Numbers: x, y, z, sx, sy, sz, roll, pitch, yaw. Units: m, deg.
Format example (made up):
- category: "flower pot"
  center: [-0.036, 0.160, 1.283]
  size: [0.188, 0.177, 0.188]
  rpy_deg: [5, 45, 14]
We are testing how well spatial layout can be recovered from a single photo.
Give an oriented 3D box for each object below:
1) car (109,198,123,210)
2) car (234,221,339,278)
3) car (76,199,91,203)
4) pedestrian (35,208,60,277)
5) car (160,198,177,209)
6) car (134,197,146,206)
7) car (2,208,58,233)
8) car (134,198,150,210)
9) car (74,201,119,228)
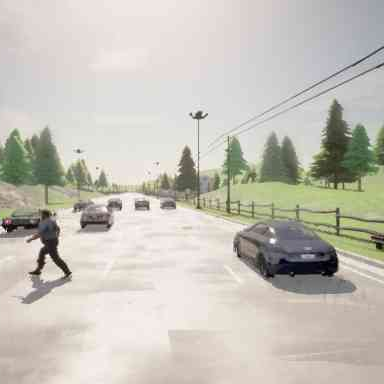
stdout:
- category: "car"
  center: [-10.026, 1.527, 43.188]
  size: [1.812, 1.442, 4.674]
  rpy_deg: [0, -1, -10]
- category: "car"
  center: [2.638, 1.564, 10.214]
  size: [1.994, 1.385, 4.181]
  rpy_deg: [0, 0, -7]
- category: "car"
  center: [-13.104, 1.546, 40.495]
  size: [2.033, 1.411, 5.357]
  rpy_deg: [0, 0, -10]
- category: "pedestrian"
  center: [-3.675, 1.294, 8.498]
  size: [0.375, 1.860, 0.375]
  rpy_deg: [0, 0, -7]
- category: "car"
  center: [-3.276, 1.526, 45.196]
  size: [1.812, 1.442, 4.674]
  rpy_deg: [0, 0, -10]
- category: "car"
  center: [-8.863, 1.601, 56.478]
  size: [1.895, 1.301, 4.718]
  rpy_deg: [0, 0, -10]
- category: "car"
  center: [-9.372, 1.601, 19.711]
  size: [1.895, 1.301, 4.718]
  rpy_deg: [0, 0, -10]
- category: "car"
  center: [-6.527, 1.492, 43.504]
  size: [2.128, 1.511, 4.902]
  rpy_deg: [0, 0, -10]
- category: "car"
  center: [-6.236, 1.547, 22.216]
  size: [2.033, 1.411, 5.357]
  rpy_deg: [0, 0, -10]
